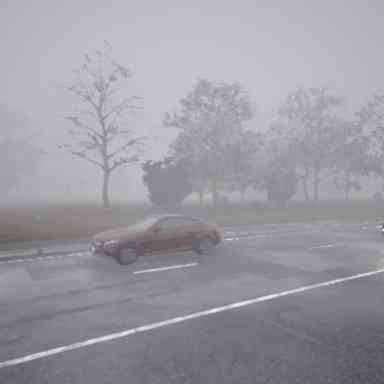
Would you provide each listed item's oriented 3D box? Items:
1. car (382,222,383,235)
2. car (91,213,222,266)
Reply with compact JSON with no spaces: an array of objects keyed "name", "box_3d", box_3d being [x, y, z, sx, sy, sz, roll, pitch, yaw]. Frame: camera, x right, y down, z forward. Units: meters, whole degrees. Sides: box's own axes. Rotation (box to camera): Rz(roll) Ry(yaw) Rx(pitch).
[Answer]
[{"name":"car","box_3d":[10.837,1.187,14.579,5.566,2.045,2.150,0,0,-28]},{"name":"car","box_3d":[-1.081,1.489,11.528,4.674,1.442,1.812,0,0,-32]}]
